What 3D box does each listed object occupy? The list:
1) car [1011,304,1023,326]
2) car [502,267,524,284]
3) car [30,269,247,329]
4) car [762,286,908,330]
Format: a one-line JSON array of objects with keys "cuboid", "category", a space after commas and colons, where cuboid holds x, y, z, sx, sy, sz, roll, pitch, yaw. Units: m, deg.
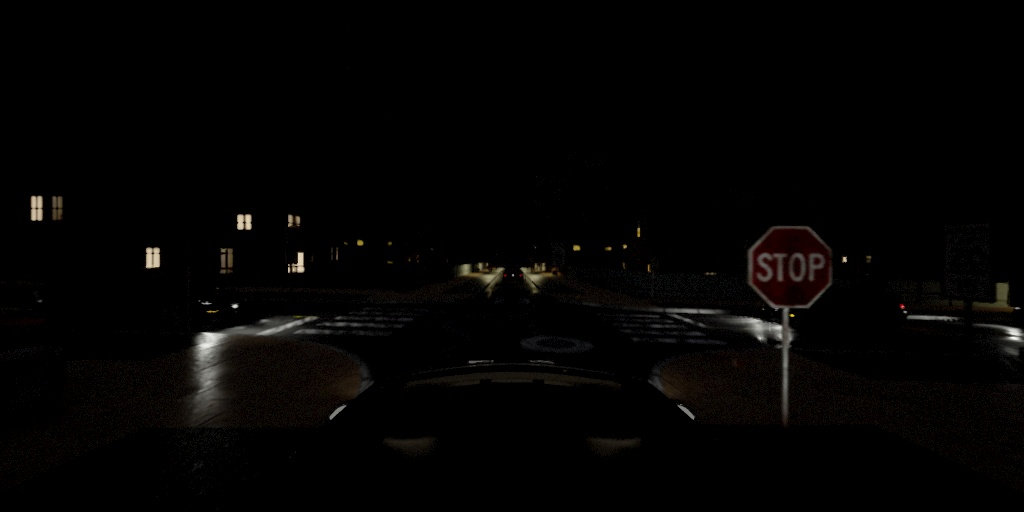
[{"cuboid": [21.679, 2.059, 13.286, 4.674, 1.442, 1.812, 2, 0, -1], "category": "car"}, {"cuboid": [0.083, 1.692, 32.010, 2.033, 1.411, 5.357, 0, -1, 0], "category": "car"}, {"cuboid": [-10.392, 1.133, 10.229, 4.892, 1.490, 1.837, 2, 0, -3], "category": "car"}, {"cuboid": [11.756, 1.812, 13.237, 4.181, 1.385, 1.994, 2, 0, 0], "category": "car"}]
